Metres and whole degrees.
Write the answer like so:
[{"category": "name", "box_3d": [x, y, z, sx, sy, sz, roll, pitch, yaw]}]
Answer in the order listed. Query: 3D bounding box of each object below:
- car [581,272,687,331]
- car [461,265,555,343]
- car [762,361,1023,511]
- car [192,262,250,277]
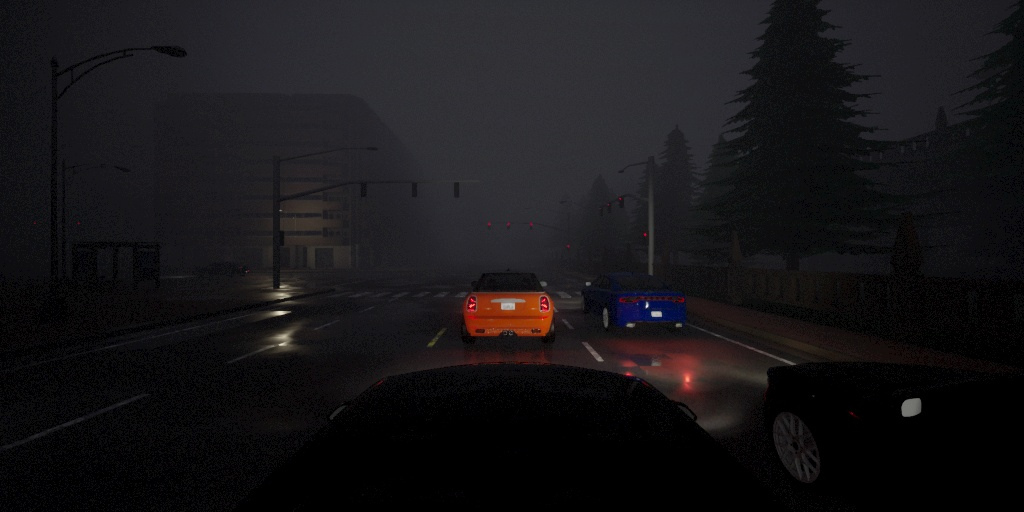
[{"category": "car", "box_3d": [3.419, 1.228, 10.979, 1.882, 1.535, 5.008, 0, 0, 0]}, {"category": "car", "box_3d": [-0.081, 1.102, 9.835, 2.097, 1.767, 4.553, 0, 0, 0]}, {"category": "car", "box_3d": [3.288, 1.228, 1.453, 1.882, 1.535, 5.008, 0, 0, 3]}, {"category": "car", "box_3d": [-28.865, 1.310, 35.646, 4.892, 1.490, 1.837, 0, 0, -1]}]
